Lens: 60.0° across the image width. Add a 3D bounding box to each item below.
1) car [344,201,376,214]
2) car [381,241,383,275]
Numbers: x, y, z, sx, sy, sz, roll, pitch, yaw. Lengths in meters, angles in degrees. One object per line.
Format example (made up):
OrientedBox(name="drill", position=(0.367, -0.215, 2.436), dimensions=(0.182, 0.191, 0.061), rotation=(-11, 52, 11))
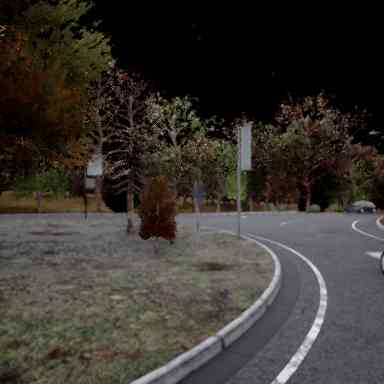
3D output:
OrientedBox(name="car", position=(19.826, 1.807, 39.047), dimensions=(4.892, 1.490, 1.837), rotation=(2, -1, -36))
OrientedBox(name="car", position=(5.361, 1.494, 6.934), dimensions=(1.837, 1.490, 4.892), rotation=(0, 0, 21))
